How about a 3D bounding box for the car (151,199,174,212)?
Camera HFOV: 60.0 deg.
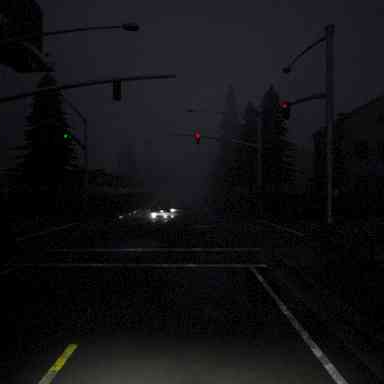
[{"bbox_3d":[-3.468,1.564,37.691,1.994,1.385,4.181,0,0,0],"label":"car"}]
